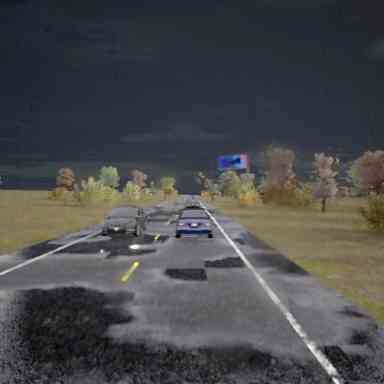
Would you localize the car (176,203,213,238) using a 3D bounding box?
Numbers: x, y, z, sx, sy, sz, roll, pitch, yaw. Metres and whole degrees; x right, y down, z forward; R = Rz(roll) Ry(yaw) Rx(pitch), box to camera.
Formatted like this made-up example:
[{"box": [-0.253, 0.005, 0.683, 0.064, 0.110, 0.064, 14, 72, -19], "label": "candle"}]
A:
[{"box": [0.110, 1.554, 17.828, 2.033, 1.411, 5.357, 0, 0, 0], "label": "car"}]

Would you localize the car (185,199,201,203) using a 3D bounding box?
[{"box": [0.123, 1.570, 42.540, 2.033, 1.411, 5.357, 0, 0, 0], "label": "car"}]

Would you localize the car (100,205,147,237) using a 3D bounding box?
[{"box": [-3.585, 1.512, 18.194, 1.837, 1.490, 4.892, 0, 0, 0], "label": "car"}]
